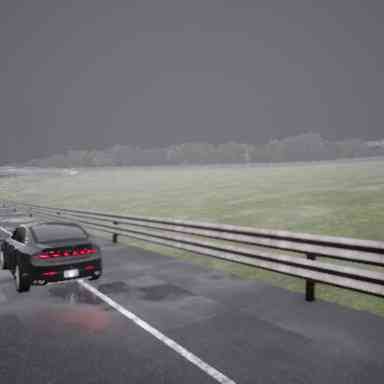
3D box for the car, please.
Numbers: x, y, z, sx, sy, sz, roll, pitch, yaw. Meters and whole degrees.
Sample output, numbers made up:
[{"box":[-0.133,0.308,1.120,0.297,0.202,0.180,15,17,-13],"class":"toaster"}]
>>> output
[{"box":[-4.047,1.559,9.250,1.837,1.490,4.892,-1,0,-35],"class":"car"}]
